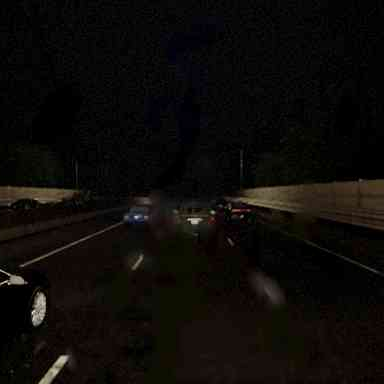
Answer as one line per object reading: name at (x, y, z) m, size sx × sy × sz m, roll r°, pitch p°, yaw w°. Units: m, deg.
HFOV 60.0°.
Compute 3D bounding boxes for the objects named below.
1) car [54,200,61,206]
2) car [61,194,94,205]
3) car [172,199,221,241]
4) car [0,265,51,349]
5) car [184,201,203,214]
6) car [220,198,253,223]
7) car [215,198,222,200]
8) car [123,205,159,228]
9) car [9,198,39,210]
car at (-17.515, 1.629, 46.769) m, size 2.033 × 1.411 × 5.357 m, roll 0°, pitch 0°, yaw 0°
car at (-14.038, 1.280, 41.945) m, size 2.150 × 2.045 × 5.566 m, roll 0°, pitch 0°, yaw 0°
car at (0.122, 1.389, 17.060) m, size 2.097 × 1.767 × 4.553 m, roll 0°, pitch 0°, yaw 0°
car at (-3.395, 1.519, 3.937) m, size 1.837 × 1.490 × 4.892 m, roll 0°, pitch 0°, yaw 0°
car at (0.148, 1.642, 36.308) m, size 1.895 × 1.301 × 4.718 m, roll 0°, pitch 0°, yaw 0°
car at (3.595, 1.526, 26.174) m, size 2.128 × 1.511 × 4.902 m, roll 0°, pitch 0°, yaw 0°
car at (3.629, 1.571, 44.146) m, size 1.837 × 1.490 × 4.892 m, roll 0°, pitch -1°, yaw 1°
car at (-3.369, 1.583, 22.726) m, size 2.033 × 1.411 × 5.357 m, roll 0°, pitch 0°, yaw 0°
car at (-21.029, 1.564, 41.908) m, size 1.837 × 1.490 × 4.892 m, roll 0°, pitch 0°, yaw 0°
